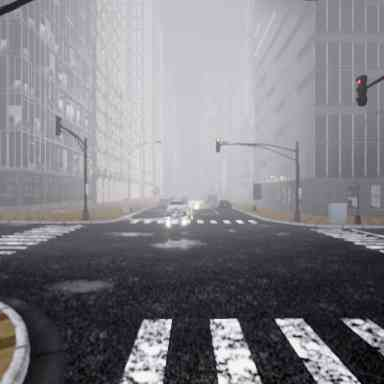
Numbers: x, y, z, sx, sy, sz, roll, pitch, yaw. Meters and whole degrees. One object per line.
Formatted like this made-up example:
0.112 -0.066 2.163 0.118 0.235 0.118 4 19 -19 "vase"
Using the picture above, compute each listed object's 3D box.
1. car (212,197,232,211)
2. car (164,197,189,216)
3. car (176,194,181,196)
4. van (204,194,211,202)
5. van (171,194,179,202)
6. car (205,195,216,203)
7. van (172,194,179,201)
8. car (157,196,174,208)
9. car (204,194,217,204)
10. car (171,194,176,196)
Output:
3.936 1.600 41.883 1.947 1.339 4.313 0 0 0 "car"
-1.489 1.559 33.122 1.812 1.442 4.674 0 0 0 "car"
-1.561 1.538 62.035 1.837 1.490 4.892 0 -1 0 "car"
3.732 1.362 80.575 1.690 1.788 3.998 0 0 0 "van"
-4.148 1.362 80.544 1.690 1.788 3.998 0 0 0 "van"
3.777 1.467 69.520 1.967 1.590 4.097 0 0 0 "car"
-4.170 1.358 86.071 1.690 1.788 3.998 0 0 0 "van"
-4.015 1.616 47.378 1.802 1.307 4.206 0 0 0 "car"
3.799 1.345 63.992 2.192 1.841 5.009 0 0 0 "car"
-4.081 1.596 63.961 1.947 1.339 4.313 0 0 0 "car"
